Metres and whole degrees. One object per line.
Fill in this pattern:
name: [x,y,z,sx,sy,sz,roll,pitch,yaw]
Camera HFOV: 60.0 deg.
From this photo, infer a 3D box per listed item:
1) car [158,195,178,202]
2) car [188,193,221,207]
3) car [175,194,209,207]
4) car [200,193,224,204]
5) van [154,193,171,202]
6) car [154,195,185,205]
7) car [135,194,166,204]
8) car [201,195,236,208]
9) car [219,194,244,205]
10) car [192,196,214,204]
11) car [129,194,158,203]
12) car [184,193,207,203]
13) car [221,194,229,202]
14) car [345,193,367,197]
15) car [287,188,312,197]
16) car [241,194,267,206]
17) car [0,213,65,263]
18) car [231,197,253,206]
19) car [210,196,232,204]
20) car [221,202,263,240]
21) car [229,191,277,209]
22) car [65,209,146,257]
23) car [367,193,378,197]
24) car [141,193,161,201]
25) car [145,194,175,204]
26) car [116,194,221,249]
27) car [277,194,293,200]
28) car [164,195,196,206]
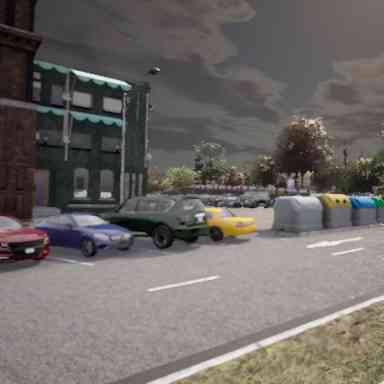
car: [-6.088,1.701,84.539,2.231,1.521,4.892,1,-2,35]
car: [1.659,1.036,43.607,2.185,1.767,4.553,0,-1,35]
car: [0.091,1.163,46.215,1.946,1.575,5.366,0,-1,35]
car: [4.230,1.443,69.622,2.435,2.045,5.566,1,-2,35]
van: [-7.746,1.479,87.122,1.878,1.987,4.442,1,-2,35]
car: [-3.395,1.194,50.896,2.163,1.488,4.792,1,-1,35]
car: [-6.856,1.160,55.629,1.946,1.575,5.366,1,0,35]
car: [3.361,1.162,41.196,2.231,1.521,4.892,0,-1,35]
car: [7.718,1.444,64.705,2.435,2.045,5.566,1,-2,35]
car: [2.416,1.686,71.969,1.946,1.575,5.366,1,-2,35]
car: [-8.446,1.167,58.218,2.097,1.535,5.008,1,-1,35]
car: [0.822,1.448,74.636,2.435,2.045,5.566,1,-2,35]
car: [5.050,1.200,38.768,2.002,1.452,4.674,1,0,35]
car: [21.493,1.438,44.845,2.435,2.045,5.566,1,-2,35]
car: [19.439,0.079,59.768,2.128,1.511,4.902,2,3,-35]
car: [11.133,1.440,59.690,2.435,2.045,5.566,1,-2,35]
car: [-6.770,1.469,11.116,5.008,1.535,2.097,-1,-1,35]
car: [9.396,1.722,62.165,2.163,1.488,4.792,1,-2,35]
car: [5.951,1.696,67.156,2.231,1.521,4.892,1,-2,35]
car: [0.476,1.451,16.457,5.366,1.575,1.946,-1,0,35]
car: [6.733,0.908,36.313,2.435,2.045,5.566,1,-1,35]
car: [-4.299,1.509,12.861,4.674,1.452,2.002,-1,-1,35]
car: [25.996,0.901,50.239,1.837,1.490,4.892,2,3,-34]
car: [-11.261,1.448,91.964,2.435,2.045,5.566,1,-2,35]
car: [-5.063,1.165,53.348,2.097,1.535,5.008,0,-1,35]
car: [-1.866,1.212,14.617,5.566,2.045,2.435,-1,0,35]
car: [14.602,1.567,54.771,2.185,1.767,4.553,1,-2,35]
car: [-1.694,1.165,48.486,2.231,1.521,4.892,0,-1,35]
